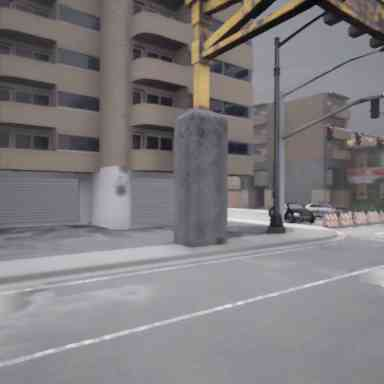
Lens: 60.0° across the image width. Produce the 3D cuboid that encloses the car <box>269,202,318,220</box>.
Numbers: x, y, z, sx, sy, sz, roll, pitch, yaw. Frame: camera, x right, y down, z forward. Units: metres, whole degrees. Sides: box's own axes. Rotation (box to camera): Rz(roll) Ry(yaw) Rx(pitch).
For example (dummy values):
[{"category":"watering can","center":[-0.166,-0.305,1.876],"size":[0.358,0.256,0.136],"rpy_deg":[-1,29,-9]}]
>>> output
[{"category":"car","center":[7.835,1.424,26.214],"size":[1.853,1.218,4.536],"rpy_deg":[0,0,-11]}]

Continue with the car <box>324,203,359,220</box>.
[{"category":"car","center":[11.418,1.606,28.313],"size":[4.974,1.542,2.038],"rpy_deg":[0,0,34]}]

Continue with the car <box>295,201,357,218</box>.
[{"category":"car","center":[11.376,1.448,28.343],"size":[4.536,1.218,1.853],"rpy_deg":[0,0,34]}]

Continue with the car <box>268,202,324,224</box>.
[{"category":"car","center":[7.844,1.581,26.163],"size":[2.038,1.542,4.974],"rpy_deg":[0,0,-11]}]
